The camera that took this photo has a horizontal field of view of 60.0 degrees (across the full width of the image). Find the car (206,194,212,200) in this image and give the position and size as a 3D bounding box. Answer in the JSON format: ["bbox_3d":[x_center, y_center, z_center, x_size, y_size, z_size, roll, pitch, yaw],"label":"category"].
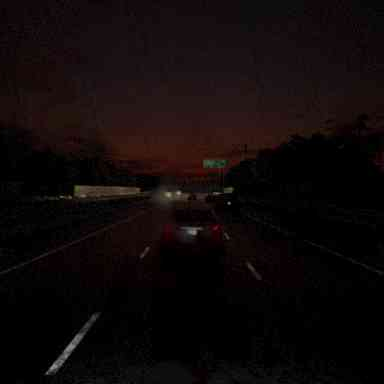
[{"bbox_3d":[3.628,1.199,61.643,2.097,1.767,4.553,0,0,0],"label":"car"}]

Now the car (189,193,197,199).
[{"bbox_3d":[0.191,1.163,93.395,2.128,1.511,4.902,0,0,0],"label":"car"}]

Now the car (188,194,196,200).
[{"bbox_3d":[0.090,1.251,78.550,1.837,1.490,4.892,0,0,0],"label":"car"}]

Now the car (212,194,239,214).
[{"bbox_3d":[3.612,1.179,34.943,2.150,2.045,5.566,0,0,0],"label":"car"}]

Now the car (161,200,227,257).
[{"bbox_3d":[0.006,1.348,13.087,2.097,1.767,4.553,0,0,0],"label":"car"}]
